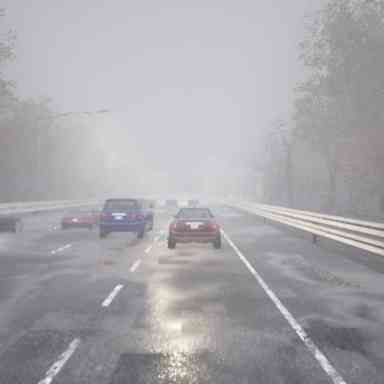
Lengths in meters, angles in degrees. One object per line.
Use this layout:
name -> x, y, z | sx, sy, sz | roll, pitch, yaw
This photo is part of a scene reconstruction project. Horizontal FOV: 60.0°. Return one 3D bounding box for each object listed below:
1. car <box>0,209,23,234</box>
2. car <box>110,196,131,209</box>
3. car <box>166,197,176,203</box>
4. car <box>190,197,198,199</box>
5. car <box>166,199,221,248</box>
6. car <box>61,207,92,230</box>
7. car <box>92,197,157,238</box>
car -> -10.394, 1.542, 16.704 | 2.128, 1.511, 4.902 | 0, 0, 0
car -> -10.385, 1.498, 48.710 | 2.097, 1.767, 4.553 | 0, 0, 0
car -> -3.384, 1.647, 56.656 | 1.882, 1.535, 5.008 | 0, 0, 0
car -> 0.337, 1.647, 56.717 | 1.882, 1.535, 5.008 | 0, 0, 2
car -> 0.105, 1.396, 15.188 | 2.097, 1.767, 4.553 | 0, 0, 0
car -> -6.893, 1.629, 21.623 | 1.994, 1.385, 4.181 | 0, 0, 0
car -> -3.395, 1.276, 18.064 | 2.150, 2.045, 5.566 | 0, 0, 0
